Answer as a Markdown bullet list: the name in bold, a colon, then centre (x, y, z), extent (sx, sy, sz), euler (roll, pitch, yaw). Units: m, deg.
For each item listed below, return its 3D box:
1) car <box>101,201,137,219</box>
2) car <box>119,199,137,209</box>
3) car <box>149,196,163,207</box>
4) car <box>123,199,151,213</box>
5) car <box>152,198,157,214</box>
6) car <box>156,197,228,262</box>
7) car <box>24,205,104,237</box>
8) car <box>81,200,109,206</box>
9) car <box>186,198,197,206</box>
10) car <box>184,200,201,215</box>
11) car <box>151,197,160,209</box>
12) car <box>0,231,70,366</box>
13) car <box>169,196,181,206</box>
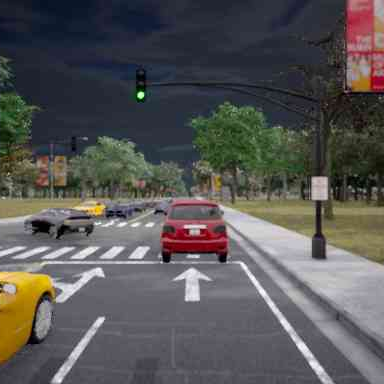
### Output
- **car**: centre (-6.643, 1.777, 30.850), extent (1.895, 1.301, 4.718), euler (0, 0, 0)
- **car**: centre (-9.848, 1.811, 51.590), extent (1.837, 1.490, 4.892), euler (0, 0, 0)
- **car**: centre (-6.591, 1.720, 60.820), extent (2.097, 1.767, 4.553), euler (0, 0, 0)
- **car**: centre (-6.648, 1.782, 40.457), extent (2.033, 1.411, 5.357), euler (0, 0, 0)
- **car**: centre (-3.208, 1.790, 39.034), extent (1.994, 1.385, 4.181), euler (0, 0, 0)
- **car**: centre (0.083, 1.293, 12.592), extent (2.150, 2.045, 5.566), euler (0, 0, 0)
- **car**: centre (-7.098, 1.590, 17.592), extent (4.902, 1.511, 2.128), euler (0, -1, 42)
- **car**: centre (-9.885, 1.663, 32.293), extent (1.882, 1.535, 5.008), euler (0, 0, 0)
- **car**: centre (-0.082, 1.930, 63.040), extent (2.033, 1.411, 5.357), euler (0, 0, 0)
- **car**: centre (0.045, 1.694, 37.458), extent (1.882, 1.535, 5.008), euler (0, 0, 0)
- **car**: centre (-6.610, 1.847, 50.587), extent (2.033, 1.411, 5.357), euler (0, 0, 0)
- **car**: centre (-3.154, 1.497, 3.409), extent (1.882, 1.535, 5.008), euler (0, 0, 0)
- **car**: centre (-3.319, 1.743, 64.474), extent (2.097, 1.767, 4.553), euler (0, 0, 0)
